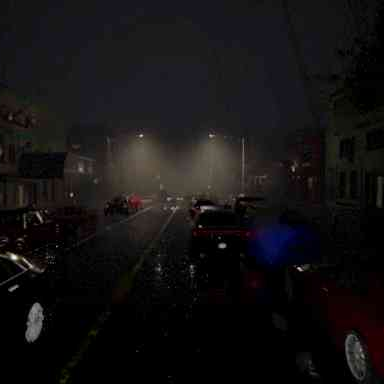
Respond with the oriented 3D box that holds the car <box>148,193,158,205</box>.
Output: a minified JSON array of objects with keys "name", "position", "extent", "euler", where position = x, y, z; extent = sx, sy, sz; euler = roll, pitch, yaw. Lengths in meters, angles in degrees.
[{"name":"car","position":[-5.920,1.000,43.752],"extent":[1.802,1.307,4.206],"euler":[-1,1,0]}]

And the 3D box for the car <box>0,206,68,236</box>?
[{"name":"car","position":[-5.748,1.301,10.463],"extent":[1.967,1.590,4.097],"euler":[-1,1,0]}]

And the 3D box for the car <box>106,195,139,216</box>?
[{"name":"car","position":[-5.835,1.080,27.107],"extent":[1.967,1.590,4.097],"euler":[-1,1,0]}]

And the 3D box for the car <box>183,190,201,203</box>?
[{"name":"car","position":[-0.232,0.847,48.297],"extent":[2.128,1.511,4.902],"euler":[0,1,0]}]

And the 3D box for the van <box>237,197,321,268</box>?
[{"name":"van","position":[2.631,1.199,10.508],"extent":[1.690,1.788,3.998],"euler":[-1,1,0]}]

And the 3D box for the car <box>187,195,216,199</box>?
[{"name":"car","position":[0.787,1.214,21.777],"extent":[1.837,1.490,4.892],"euler":[0,1,0]}]

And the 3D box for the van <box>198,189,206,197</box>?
[{"name":"van","position":[2.285,0.311,77.081],"extent":[1.690,1.788,3.998],"euler":[-1,1,0]}]

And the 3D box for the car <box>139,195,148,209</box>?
[{"name":"car","position":[-5.862,1.110,32.656],"extent":[1.887,1.381,4.507],"euler":[-1,1,0]}]

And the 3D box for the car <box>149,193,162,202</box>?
[{"name":"car","position":[-5.978,0.852,54.848],"extent":[1.802,1.307,4.206],"euler":[-1,1,0]}]

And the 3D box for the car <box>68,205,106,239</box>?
[{"name":"car","position":[-5.776,1.332,16.013],"extent":[1.887,1.381,4.507],"euler":[-1,1,0]}]

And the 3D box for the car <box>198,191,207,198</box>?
[{"name":"car","position":[2.315,0.567,71.706],"extent":[1.752,1.417,4.829],"euler":[-1,1,0]}]

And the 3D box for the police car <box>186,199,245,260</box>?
[{"name":"police car","position":[0.838,1.265,11.887],"extent":[1.930,1.638,5.238],"euler":[0,1,0]}]

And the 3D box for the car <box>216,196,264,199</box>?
[{"name":"car","position":[2.602,1.099,16.055],"extent":[2.192,1.841,5.009],"euler":[-1,1,0]}]

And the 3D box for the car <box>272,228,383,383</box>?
[{"name":"car","position":[2.662,1.513,4.963],"extent":[1.802,1.307,4.206],"euler":[-1,1,0]}]

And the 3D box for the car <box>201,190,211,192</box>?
[{"name":"car","position":[2.431,0.864,49.514],"extent":[1.752,1.417,4.829],"euler":[-1,1,0]}]

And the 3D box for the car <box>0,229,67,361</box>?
[{"name":"car","position":[-3.118,1.460,3.303],"extent":[1.837,1.490,4.892],"euler":[0,1,0]}]

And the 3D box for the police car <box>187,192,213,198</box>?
[{"name":"police car","position":[0.755,1.052,27.886],"extent":[1.930,1.638,5.238],"euler":[0,1,0]}]

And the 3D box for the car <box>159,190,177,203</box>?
[{"name":"car","position":[-3.258,0.840,49.411],"extent":[2.128,1.511,4.902],"euler":[0,1,0]}]

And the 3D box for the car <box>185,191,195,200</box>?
[{"name":"car","position":[-0.330,0.632,63.387],"extent":[1.882,1.535,5.008],"euler":[0,1,0]}]

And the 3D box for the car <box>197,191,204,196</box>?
[{"name":"car","position":[2.228,0.344,88.349],"extent":[1.752,1.417,4.829],"euler":[-1,1,0]}]

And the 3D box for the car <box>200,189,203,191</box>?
[{"name":"car","position":[2.400,0.582,54.890],"extent":[2.192,1.841,5.009],"euler":[-1,1,0]}]

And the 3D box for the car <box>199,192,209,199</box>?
[{"name":"car","position":[2.345,0.700,65.989],"extent":[1.802,1.307,4.206],"euler":[-1,1,0]}]
